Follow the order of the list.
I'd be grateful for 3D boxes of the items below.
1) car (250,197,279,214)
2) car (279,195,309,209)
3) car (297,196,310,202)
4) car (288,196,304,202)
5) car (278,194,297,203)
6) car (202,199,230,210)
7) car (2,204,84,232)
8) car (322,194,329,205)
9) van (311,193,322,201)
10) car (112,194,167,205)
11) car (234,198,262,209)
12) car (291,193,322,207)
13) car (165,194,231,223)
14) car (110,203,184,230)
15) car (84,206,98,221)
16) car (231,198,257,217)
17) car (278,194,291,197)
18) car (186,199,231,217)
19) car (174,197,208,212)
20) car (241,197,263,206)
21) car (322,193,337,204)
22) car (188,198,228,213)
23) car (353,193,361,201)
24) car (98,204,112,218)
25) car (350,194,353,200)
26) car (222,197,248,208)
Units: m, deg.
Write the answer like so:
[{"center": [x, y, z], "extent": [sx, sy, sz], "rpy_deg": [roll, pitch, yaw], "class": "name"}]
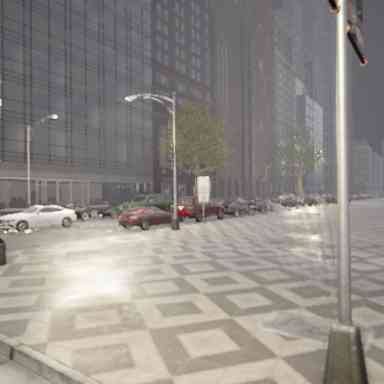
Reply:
[{"center": [6.989, 1.467, 34.176], "extent": [1.947, 1.339, 4.313], "rpy_deg": [-1, 0, 35], "class": "car"}, {"center": [13.396, 1.419, 43.457], "extent": [1.887, 1.381, 4.507], "rpy_deg": [-1, 0, 35], "class": "car"}, {"center": [25.611, 1.496, 76.149], "extent": [1.802, 1.307, 4.206], "rpy_deg": [-1, 0, 35], "class": "car"}, {"center": [22.407, 1.487, 71.510], "extent": [1.947, 1.339, 4.313], "rpy_deg": [-1, 0, 35], "class": "car"}, {"center": [19.200, 1.245, 66.870], "extent": [2.192, 1.841, 5.009], "rpy_deg": [-1, 0, 35], "class": "car"}, {"center": [3.181, 1.563, 43.665], "extent": [1.802, 1.307, 4.206], "rpy_deg": [-1, 0, 35], "class": "car"}, {"center": [-9.408, 1.555, 20.578], "extent": [1.812, 1.442, 4.674], "rpy_deg": [-1, 0, 35], "class": "car"}, {"center": [19.804, 1.420, 52.737], "extent": [1.947, 1.339, 4.313], "rpy_deg": [-1, 0, 35], "class": "car"}, {"center": [32.017, 1.254, 85.433], "extent": [1.690, 1.788, 3.998], "rpy_deg": [-1, 0, 35], "class": "van"}, {"center": [-3.827, 1.217, 28.677], "extent": [2.150, 2.045, 5.566], "rpy_deg": [-1, 0, 35], "class": "car"}, {"center": [7.723, 1.542, 45.309], "extent": [1.895, 1.301, 4.718], "rpy_deg": [-1, 0, 34], "class": "car"}, {"center": [16.598, 1.179, 48.099], "extent": [2.192, 1.841, 5.009], "rpy_deg": [-1, 0, 35], "class": "car"}, {"center": [0.580, 1.249, 24.898], "extent": [2.192, 1.841, 5.009], "rpy_deg": [-1, 0, 35], "class": "car"}, {"center": [-2.622, 1.535, 20.256], "extent": [1.802, 1.307, 4.206], "rpy_deg": [-1, 0, 35], "class": "car"}, {"center": [-9.636, 1.613, 25.101], "extent": [1.947, 1.339, 4.313], "rpy_deg": [-1, 0, 35], "class": "car"}, {"center": [3.785, 1.483, 29.537], "extent": [1.947, 1.339, 4.313], "rpy_deg": [-1, 0, 35], "class": "car"}, {"center": [14.998, 1.455, 50.297], "extent": [1.994, 1.385, 4.181], "rpy_deg": [-1, 0, 34], "class": "car"}, {"center": [1.622, 1.448, 30.938], "extent": [1.837, 1.490, 4.892], "rpy_deg": [-1, -1, 35], "class": "car"}, {"center": [-0.025, 1.435, 39.024], "extent": [1.967, 1.590, 4.097], "rpy_deg": [-1, 0, 35], "class": "car"}, {"center": [9.589, 1.524, 52.947], "extent": [1.947, 1.339, 4.313], "rpy_deg": [-1, 0, 35], "class": "car"}, {"center": [23.006, 1.160, 57.378], "extent": [2.192, 1.841, 5.009], "rpy_deg": [-1, 0, 35], "class": "car"}, {"center": [1.882, 1.458, 36.919], "extent": [2.128, 1.511, 4.902], "rpy_deg": [-1, 0, 35], "class": "car"}, {"center": [39.027, 1.401, 80.577], "extent": [1.802, 1.307, 4.206], "rpy_deg": [-1, 0, 35], "class": "car"}, {"center": [-6.431, 1.594, 29.743], "extent": [1.947, 1.339, 4.313], "rpy_deg": [-1, 0, 35], "class": "car"}, {"center": [32.716, 1.345, 71.438], "extent": [1.752, 1.417, 4.829], "rpy_deg": [-1, 0, 35], "class": "car"}, {"center": [6.288, 1.495, 48.165], "extent": [1.752, 1.417, 4.829], "rpy_deg": [-1, 0, 35], "class": "car"}]
